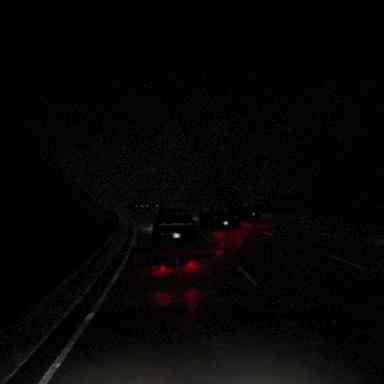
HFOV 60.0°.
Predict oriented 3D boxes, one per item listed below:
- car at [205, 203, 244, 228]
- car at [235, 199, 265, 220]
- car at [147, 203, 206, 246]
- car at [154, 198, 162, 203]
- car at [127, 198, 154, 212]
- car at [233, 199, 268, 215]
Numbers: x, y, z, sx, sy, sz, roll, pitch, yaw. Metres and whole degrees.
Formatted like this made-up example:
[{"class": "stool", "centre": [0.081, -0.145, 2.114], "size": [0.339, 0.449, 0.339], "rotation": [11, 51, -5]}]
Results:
[{"class": "car", "centre": [1.643, 1.592, 22.433], "size": [1.895, 1.301, 4.718], "rotation": [-1, 0, -11]}, {"class": "car", "centre": [4.162, 1.492, 27.496], "size": [1.812, 1.442, 4.674], "rotation": [0, 0, -12]}, {"class": "car", "centre": [-0.907, 1.507, 15.546], "size": [2.128, 1.511, 4.902], "rotation": [0, 0, -7]}, {"class": "car", "centre": [-5.531, 1.582, 46.758], "size": [1.837, 1.490, 4.892], "rotation": [0, 0, -22]}, {"class": "car", "centre": [-6.447, 1.632, 39.730], "size": [2.033, 1.411, 5.357], "rotation": [-1, 0, -20]}, {"class": "car", "centre": [5.988, 1.475, 34.812], "size": [1.812, 1.442, 4.674], "rotation": [0, 0, -15]}]
